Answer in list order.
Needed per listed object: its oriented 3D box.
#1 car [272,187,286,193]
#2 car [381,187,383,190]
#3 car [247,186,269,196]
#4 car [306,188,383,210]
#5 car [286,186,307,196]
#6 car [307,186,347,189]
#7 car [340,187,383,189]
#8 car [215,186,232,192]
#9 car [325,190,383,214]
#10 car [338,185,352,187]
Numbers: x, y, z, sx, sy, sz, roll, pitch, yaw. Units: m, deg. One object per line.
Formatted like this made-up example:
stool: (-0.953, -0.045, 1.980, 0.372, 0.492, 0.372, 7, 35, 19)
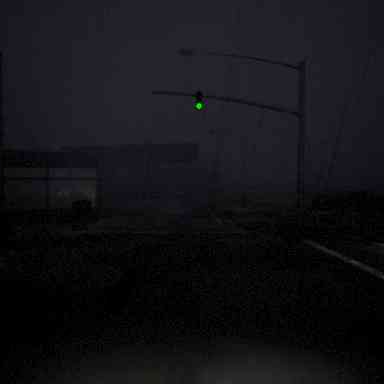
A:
car: (23.725, -0.579, 88.361, 4.674, 1.442, 1.812, 0, 1, -1)
car: (37.811, -0.182, 65.927, 3.806, 1.475, 1.970, 0, 1, -1)
car: (12.313, 0.009, 62.309, 3.806, 1.475, 1.970, 0, 1, -1)
car: (12.773, 0.725, 28.062, 5.027, 1.636, 2.152, 0, 1, -1)
car: (20.792, -0.252, 62.443, 4.605, 1.855, 1.932, 0, 1, -1)
car: (20.228, 0.220, 49.986, 4.514, 1.523, 2.007, 0, 1, -1)
car: (20.305, 0.459, 39.996, 3.633, 1.501, 1.845, 0, 1, -1)
car: (8.291, -0.755, 88.215, 4.553, 1.767, 2.097, 0, 1, -1)
car: (12.862, 0.802, 24.927, 4.514, 1.523, 2.007, 0, 1, -1)
car: (30.719, -0.198, 69.505, 4.514, 1.523, 2.007, 0, 1, -1)
